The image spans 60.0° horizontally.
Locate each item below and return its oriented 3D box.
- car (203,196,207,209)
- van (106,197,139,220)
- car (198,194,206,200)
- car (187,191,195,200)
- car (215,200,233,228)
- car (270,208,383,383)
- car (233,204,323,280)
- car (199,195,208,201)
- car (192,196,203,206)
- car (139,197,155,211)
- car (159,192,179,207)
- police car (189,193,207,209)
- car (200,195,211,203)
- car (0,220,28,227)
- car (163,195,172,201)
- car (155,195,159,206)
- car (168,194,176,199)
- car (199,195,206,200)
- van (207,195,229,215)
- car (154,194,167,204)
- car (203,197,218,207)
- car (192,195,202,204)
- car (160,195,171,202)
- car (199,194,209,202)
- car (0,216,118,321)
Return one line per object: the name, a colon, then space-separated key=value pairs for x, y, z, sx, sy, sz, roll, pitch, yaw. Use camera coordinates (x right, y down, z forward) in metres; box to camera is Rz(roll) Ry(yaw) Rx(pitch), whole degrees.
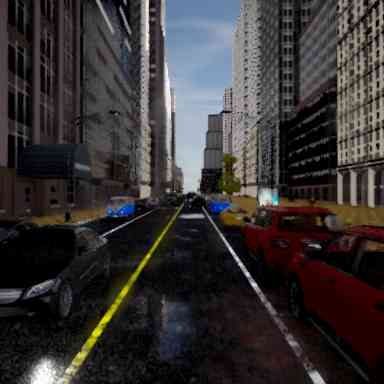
car: x=2.669 y=1.443 z=38.174 sx=2.008 sy=1.369 sz=4.403 roll=0 pitch=0 yaw=0
van: x=-5.702 y=1.265 z=26.810 sx=1.690 sy=1.788 sz=3.998 roll=0 pitch=0 yaw=0
car: x=2.635 y=1.310 z=89.375 sx=2.008 sy=1.369 sz=4.403 roll=0 pitch=0 yaw=0
car: x=-0.053 y=0.879 z=77.272 sx=2.150 sy=2.045 sz=5.566 roll=0 pitch=0 yaw=0
car: x=2.681 y=1.465 z=21.277 sx=1.752 sy=1.417 sz=4.829 roll=0 pitch=0 yaw=0
car: x=2.694 y=1.303 z=4.040 sx=2.192 sy=1.841 sz=5.009 roll=0 pitch=0 yaw=0
car: x=2.690 y=1.287 z=9.729 sx=2.192 sy=1.841 sz=5.009 roll=0 pitch=0 yaw=0
car: x=2.642 y=1.332 z=77.997 sx=1.887 sy=1.381 sz=4.507 roll=0 pitch=0 yaw=0
car: x=0.862 y=1.355 z=54.121 sx=1.837 sy=1.490 sz=4.892 roll=0 pitch=0 yaw=0
car: x=-5.712 y=1.458 z=38.190 sx=1.947 sy=1.339 sz=4.313 roll=0 pitch=0 yaw=0
car: x=-3.114 y=1.087 z=47.884 sx=2.150 sy=2.045 sz=5.566 roll=0 pitch=0 yaw=0
police car: x=0.869 y=1.301 z=44.230 sx=1.930 sy=1.638 sz=5.238 roll=0 pitch=0 yaw=0
car: x=2.650 y=1.368 z=66.619 sx=2.008 sy=1.369 sz=4.403 roll=0 pitch=0 yaw=0
car: x=-5.692 y=1.538 z=9.744 sx=1.947 sy=1.339 sz=4.313 roll=0 pitch=0 yaw=0
car: x=-5.738 y=1.332 z=78.013 sx=1.887 sy=1.381 sz=4.507 roll=0 pitch=0 yaw=0
car: x=-5.719 y=1.412 z=49.568 sx=2.008 sy=1.369 sz=4.403 roll=0 pitch=0 yaw=0
car: x=-5.750 y=1.290 z=95.081 sx=1.887 sy=1.381 sz=4.507 roll=0 pitch=0 yaw=0
car: x=2.638 y=1.355 z=83.686 sx=1.802 sy=1.307 sz=4.206 roll=0 pitch=0 yaw=0
van: x=2.675 y=1.249 z=32.485 sx=1.690 sy=1.788 sz=3.998 roll=0 pitch=0 yaw=0
car: x=-5.726 y=1.272 z=60.946 sx=1.967 sy=1.590 sz=4.097 roll=0 pitch=0 yaw=0
car: x=2.662 y=1.412 z=49.552 sx=2.008 sy=1.369 sz=4.403 roll=0 pitch=0 yaw=0
car: x=0.857 y=1.339 z=60.121 sx=1.837 sy=1.490 sz=4.892 roll=0 pitch=0 yaw=0
car: x=-5.735 y=1.353 z=72.324 sx=2.008 sy=1.369 sz=4.403 roll=0 pitch=0 yaw=0
car: x=2.646 y=1.242 z=72.307 sx=1.967 sy=1.590 sz=4.097 roll=0 pitch=0 yaw=0
car: x=-3.107 y=1.504 z=7.382 sx=1.812 sy=1.442 sz=4.674 roll=0 pitch=0 yaw=0
